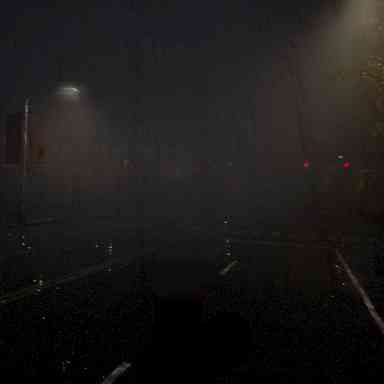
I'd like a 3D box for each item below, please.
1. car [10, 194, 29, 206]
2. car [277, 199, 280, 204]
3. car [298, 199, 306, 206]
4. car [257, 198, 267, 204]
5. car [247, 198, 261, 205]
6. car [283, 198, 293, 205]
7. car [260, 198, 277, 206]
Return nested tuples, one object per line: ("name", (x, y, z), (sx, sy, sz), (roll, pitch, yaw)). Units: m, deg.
("car", (-22.645, 0.950, 41.638), (4.181, 1.385, 1.994), (2, 0, 19))
("car", (22.554, 2.523, 90.044), (1.812, 1.442, 4.674), (2, 0, 19))
("car", (28.176, 2.625, 84.891), (2.128, 1.511, 4.902), (2, 0, 19))
("car", (19.243, 2.447, 91.178), (1.994, 1.385, 4.181), (2, 0, 19))
("car", (13.865, 2.220, 75.648), (2.033, 1.411, 5.357), (2, 0, 19))
("car", (24.866, 2.350, 86.008), (2.097, 1.767, 4.553), (2, 0, 19))
("car", (17.178, 2.325, 74.523), (2.033, 1.411, 5.357), (2, 0, 19))
